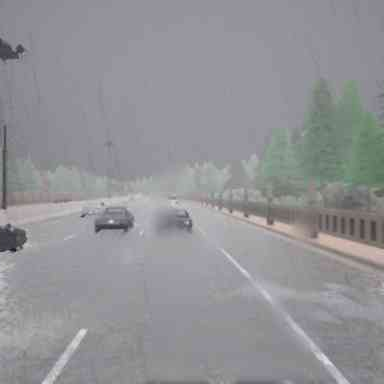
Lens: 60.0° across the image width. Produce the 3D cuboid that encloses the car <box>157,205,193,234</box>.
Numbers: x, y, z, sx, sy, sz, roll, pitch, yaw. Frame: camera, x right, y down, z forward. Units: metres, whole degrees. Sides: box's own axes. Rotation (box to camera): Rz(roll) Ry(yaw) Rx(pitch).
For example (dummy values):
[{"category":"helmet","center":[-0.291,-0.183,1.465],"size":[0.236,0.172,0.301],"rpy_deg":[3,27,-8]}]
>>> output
[{"category":"car","center":[-1.058,1.645,19.562],"size":[1.895,1.301,4.718],"rpy_deg":[0,0,-5]}]

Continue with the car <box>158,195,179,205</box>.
[{"category":"car","center":[-2.659,1.307,38.025],"size":[2.150,2.045,5.566],"rpy_deg":[0,0,-5]}]

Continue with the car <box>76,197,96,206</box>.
[{"category":"car","center":[-18.649,1.705,58.733],"size":[2.033,1.411,5.357],"rpy_deg":[0,0,-4]}]

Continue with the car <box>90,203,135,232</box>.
[{"category":"car","center":[-4.659,1.616,20.453],"size":[1.994,1.385,4.181],"rpy_deg":[0,0,-5]}]

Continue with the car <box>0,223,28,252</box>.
[{"category":"car","center":[-7.361,1.584,10.953],"size":[2.033,1.411,5.357],"rpy_deg":[0,0,-4]}]

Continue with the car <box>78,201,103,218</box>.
[{"category":"car","center":[-9.137,1.609,31.569],"size":[1.812,1.442,4.674],"rpy_deg":[0,0,-5]}]

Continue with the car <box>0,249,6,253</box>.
[{"category":"car","center":[-3.480,1.537,2.228],"size":[1.812,1.442,4.674],"rpy_deg":[0,0,0]}]
